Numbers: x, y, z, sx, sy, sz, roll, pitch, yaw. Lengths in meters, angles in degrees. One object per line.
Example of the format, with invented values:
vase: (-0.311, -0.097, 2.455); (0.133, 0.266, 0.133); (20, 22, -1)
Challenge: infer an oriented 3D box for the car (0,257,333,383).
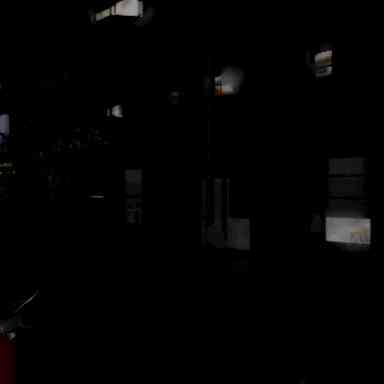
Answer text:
car: (-0.827, 1.441, 3.464); (4.097, 1.590, 1.967); (0, 0, 36)
